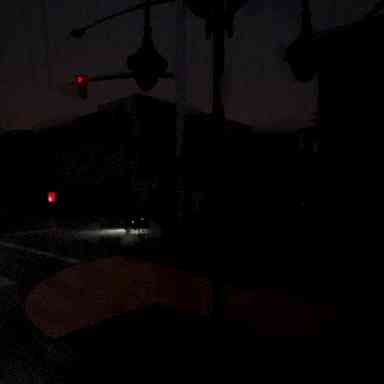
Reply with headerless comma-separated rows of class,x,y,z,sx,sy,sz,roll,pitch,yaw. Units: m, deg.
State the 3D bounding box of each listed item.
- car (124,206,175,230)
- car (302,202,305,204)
car,-2.163,1.562,20.966,1.994,1.385,4.181,0,0,42
car,15.114,1.467,40.312,1.895,1.301,4.718,0,0,42
